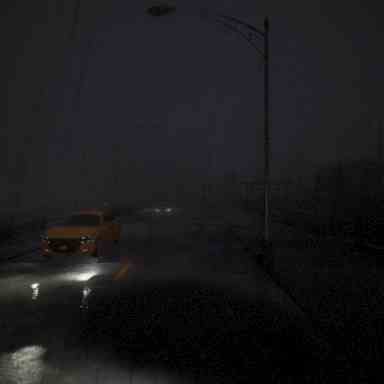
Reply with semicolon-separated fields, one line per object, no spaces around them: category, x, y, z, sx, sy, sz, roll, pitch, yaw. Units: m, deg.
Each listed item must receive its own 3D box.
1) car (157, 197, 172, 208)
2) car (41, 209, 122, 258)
car;-4.010;1.467;48.866;1.882;1.535;5.008;0;0;0
car;-4.060;1.475;13.005;1.882;1.535;5.008;0;0;0
